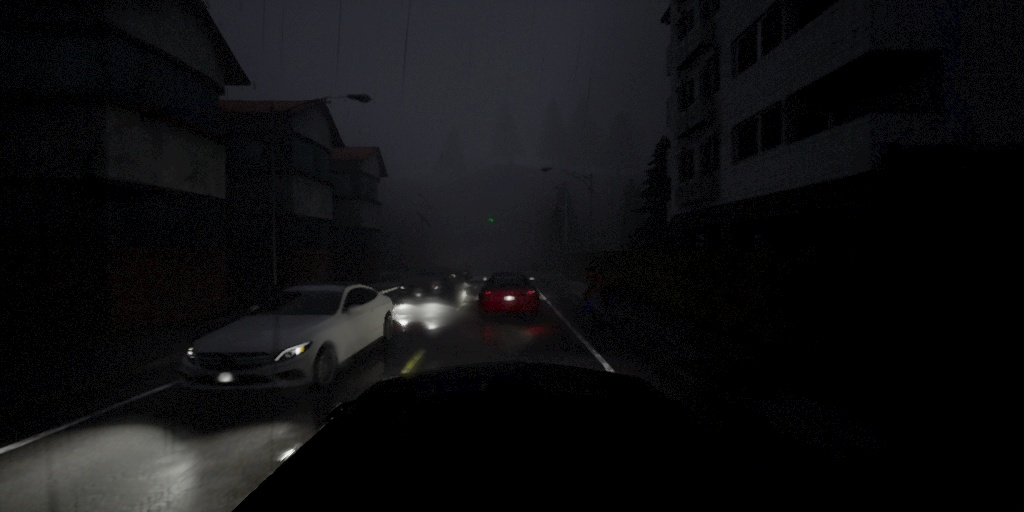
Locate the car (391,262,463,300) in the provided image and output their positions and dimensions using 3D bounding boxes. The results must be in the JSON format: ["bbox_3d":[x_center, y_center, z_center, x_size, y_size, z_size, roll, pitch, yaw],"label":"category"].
[{"bbox_3d":[-3.887,1.204,17.435,2.033,1.411,5.357,0,0,-1],"label":"car"}]

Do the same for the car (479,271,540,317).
[{"bbox_3d":[-0.120,1.234,12.853,1.994,1.385,4.181,0,0,-1],"label":"car"}]

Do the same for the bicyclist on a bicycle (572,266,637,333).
[{"bbox_3d":[2.236,1.050,8.932,1.656,1.620,0.582,-10,1,-1],"label":"bicyclist on a bicycle"}]

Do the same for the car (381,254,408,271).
[{"bbox_3d":[-14.281,0.772,39.690,5.566,2.045,2.150,0,0,1],"label":"car"}]

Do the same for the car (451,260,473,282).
[{"bbox_3d":[-4.010,1.102,26.803,1.882,1.535,5.008,0,0,-1],"label":"car"}]

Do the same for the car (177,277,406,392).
[{"bbox_3d":[-3.679,1.257,6.889,1.812,1.442,4.674,0,0,-1],"label":"car"}]
